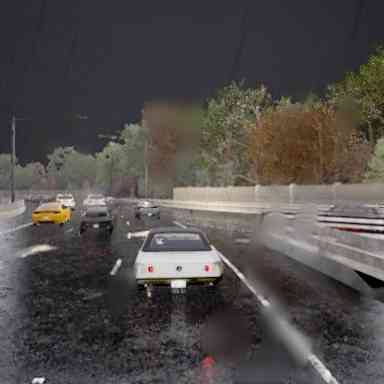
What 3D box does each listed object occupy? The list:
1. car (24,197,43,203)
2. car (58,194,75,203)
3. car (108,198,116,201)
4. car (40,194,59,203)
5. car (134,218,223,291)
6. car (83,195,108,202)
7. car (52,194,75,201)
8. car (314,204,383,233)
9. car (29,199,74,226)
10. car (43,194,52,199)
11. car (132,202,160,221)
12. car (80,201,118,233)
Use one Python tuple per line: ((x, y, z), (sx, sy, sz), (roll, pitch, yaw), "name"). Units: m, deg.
((-33.072, 1.647, 68.850), (1.895, 1.301, 4.718), (0, 0, -43), "car")
((-27.753, 1.416, 73.405), (2.097, 1.767, 4.553), (0, 0, -43), "car")
((-12.920, 1.635, 51.332), (2.128, 1.511, 4.902), (0, 0, -27), "car")
((-34.560, 1.452, 80.594), (5.566, 2.045, 2.150), (0, 0, 42), "car")
((-0.458, 1.627, 9.130), (1.895, 1.301, 4.718), (0, 0, -5), "car")
((-12.682, 1.341, 42.832), (2.150, 2.045, 5.566), (0, 0, -24), "car")
((-16.408, 1.341, 42.667), (2.150, 2.045, 5.566), (0, 0, -24), "car")
((7.816, 1.399, 16.892), (2.097, 1.767, 4.553), (0, 0, -41), "car")
((-10.048, 1.544, 24.057), (1.882, 1.535, 5.008), (0, 0, -13), "car")
((-30.412, 1.556, 71.128), (1.837, 1.490, 4.892), (0, 0, -43), "car")
((-3.940, 1.570, 28.280), (2.128, 1.511, 4.902), (0, 0, -15), "car")
((-5.643, 1.556, 20.295), (1.837, 1.490, 4.892), (0, 0, -11), "car")
